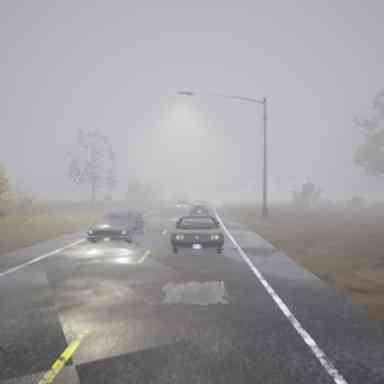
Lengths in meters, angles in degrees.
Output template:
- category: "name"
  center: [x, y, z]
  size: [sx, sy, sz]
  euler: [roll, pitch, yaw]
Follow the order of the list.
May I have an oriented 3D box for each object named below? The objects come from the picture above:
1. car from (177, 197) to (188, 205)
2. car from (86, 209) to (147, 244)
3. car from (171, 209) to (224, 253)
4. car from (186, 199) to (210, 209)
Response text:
- category: "car"
  center: [-1.497, 1.550, 58.119]
  size: [2.033, 1.411, 5.357]
  euler: [0, 0, 5]
- category: "car"
  center: [-3.421, 1.549, 16.144]
  size: [2.033, 1.411, 5.357]
  euler: [0, 0, 1]
- category: "car"
  center: [0.226, 1.604, 13.772]
  size: [1.895, 1.301, 4.718]
  euler: [0, 0, 1]
- category: "car"
  center: [0.728, 1.531, 31.384]
  size: [1.812, 1.442, 4.674]
  euler: [0, 0, 2]
